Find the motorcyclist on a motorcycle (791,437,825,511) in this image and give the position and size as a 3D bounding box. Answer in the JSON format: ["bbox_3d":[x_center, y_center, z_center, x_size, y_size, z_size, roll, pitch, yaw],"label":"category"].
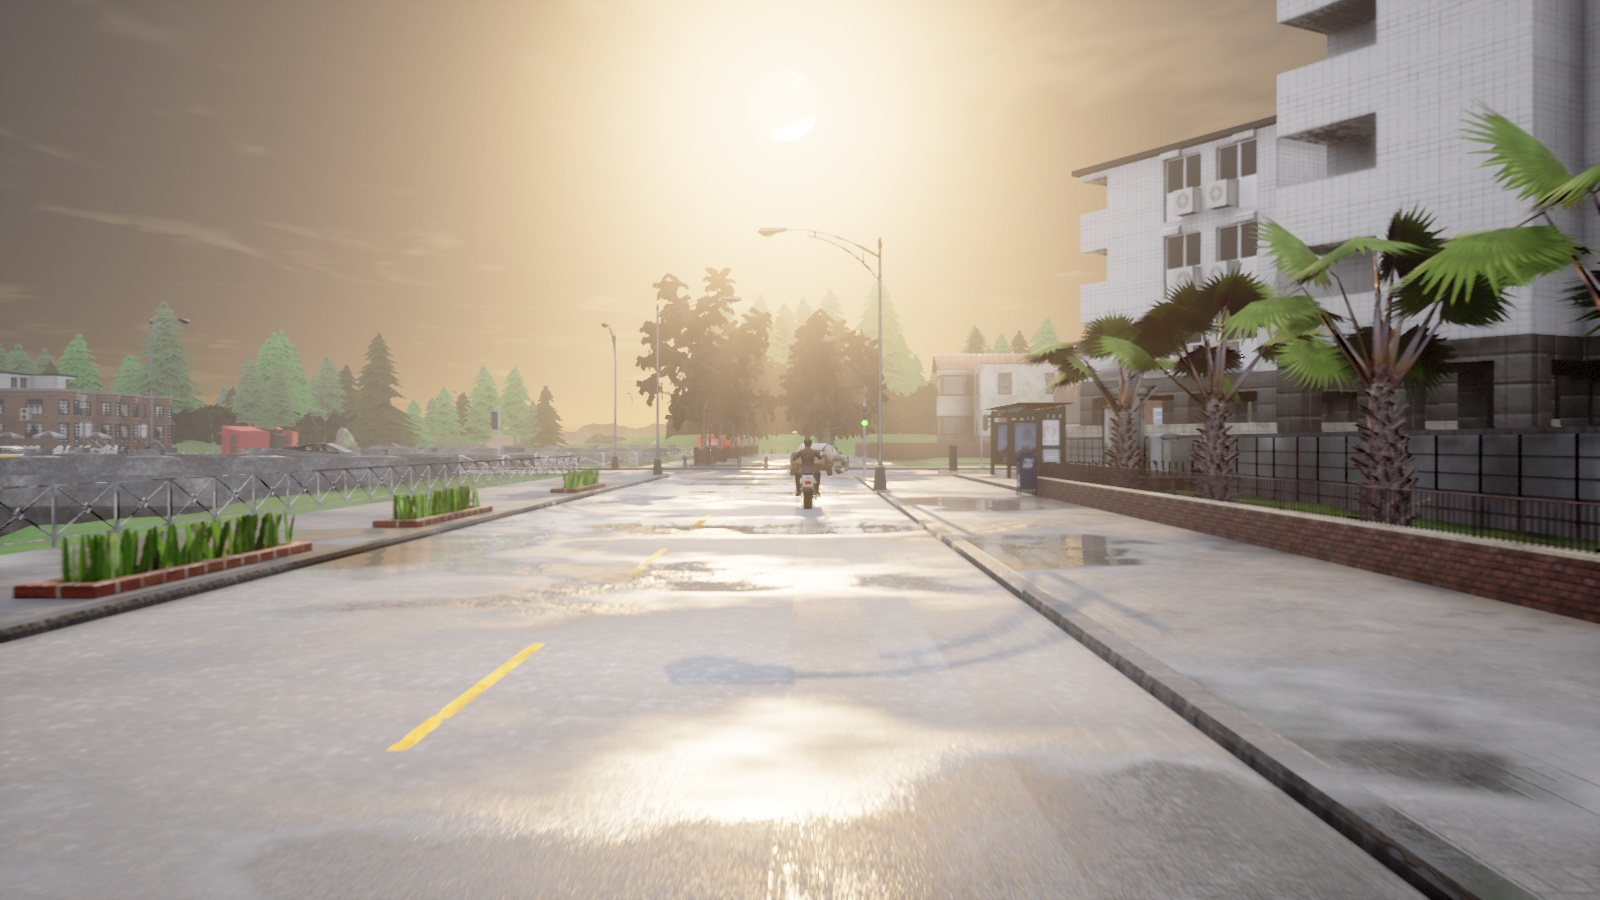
[{"bbox_3d":[0.184,0.532,29.214,0.766,1.649,2.350,0,0,0],"label":"motorcyclist on a motorcycle"}]

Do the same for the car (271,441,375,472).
[{"bbox_3d":[-24.021,0.317,63.327,4.514,1.525,2.007,0,0,2],"label":"car"}]

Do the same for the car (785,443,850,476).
[{"bbox_3d":[0.851,0.418,58.432,2.163,1.488,4.792,0,0,12],"label":"car"}]

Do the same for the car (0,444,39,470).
[{"bbox_3d":[-42.393,0.387,67.386,2.207,1.376,1.481,0,0,0],"label":"car"}]
